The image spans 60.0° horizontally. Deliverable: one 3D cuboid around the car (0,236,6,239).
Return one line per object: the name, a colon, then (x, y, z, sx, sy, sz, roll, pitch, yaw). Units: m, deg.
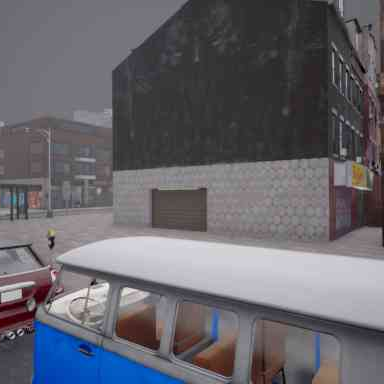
car: (-4.043, 1.442, 5.659, 4.097, 1.590, 1.967, 0, 0, 35)

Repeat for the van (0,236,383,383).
van: (0.402, 1.341, 2.527, 3.998, 1.788, 1.690, 0, 0, 35)
